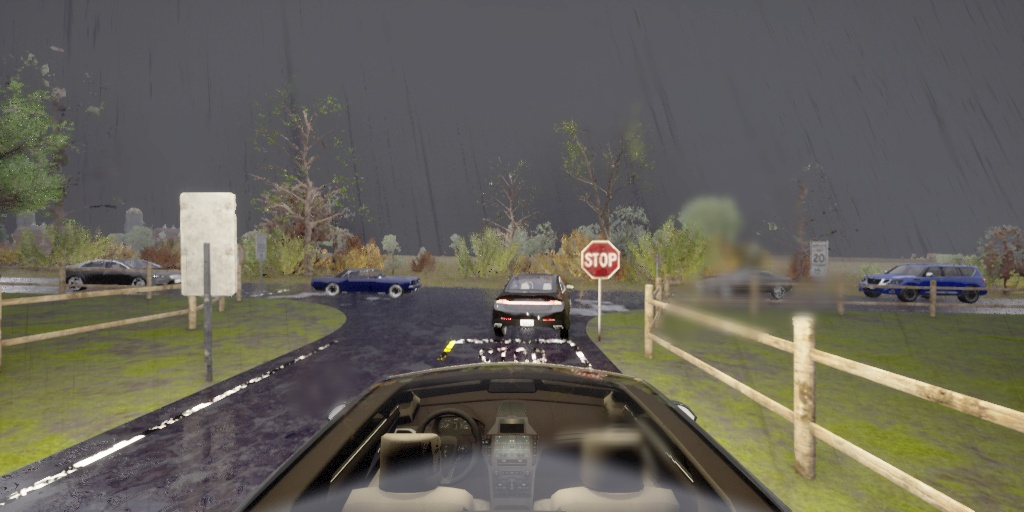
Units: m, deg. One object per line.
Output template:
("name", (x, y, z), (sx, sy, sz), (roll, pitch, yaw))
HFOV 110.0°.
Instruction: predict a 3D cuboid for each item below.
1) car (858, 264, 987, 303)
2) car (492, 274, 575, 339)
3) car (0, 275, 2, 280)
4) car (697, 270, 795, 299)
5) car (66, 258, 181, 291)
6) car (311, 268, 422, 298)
("car", (22.910, 1.458, 20.099), (5.566, 2.045, 2.150), (1, 1, 0))
("car", (0.711, 1.236, 10.165), (2.128, 1.511, 4.902), (0, 0, 9))
("car", (-27.784, 0.711, 17.238), (4.674, 1.442, 1.812), (1, 1, 0))
("car", (13.014, 1.517, 20.116), (4.902, 1.511, 2.128), (1, 1, 0))
("car", (-18.481, 0.878, 17.225), (4.902, 1.511, 2.128), (1, 1, 0))
("car", (-6.813, 1.241, 17.201), (4.718, 1.301, 1.895), (1, 1, 0))
